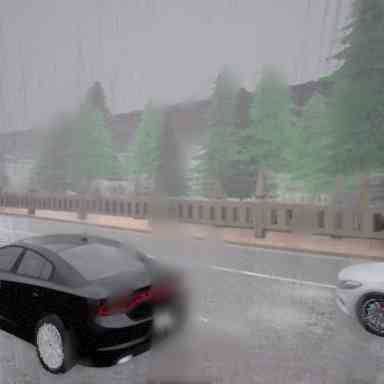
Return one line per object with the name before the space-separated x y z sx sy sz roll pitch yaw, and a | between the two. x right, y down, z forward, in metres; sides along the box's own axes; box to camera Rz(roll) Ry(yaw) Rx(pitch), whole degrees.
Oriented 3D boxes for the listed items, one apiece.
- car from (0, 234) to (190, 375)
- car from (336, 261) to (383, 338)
car | -2.364 1.467 5.683 5.008 1.535 1.882 1 0 36
car | 4.680 1.513 4.953 4.674 1.442 1.812 -1 0 36
